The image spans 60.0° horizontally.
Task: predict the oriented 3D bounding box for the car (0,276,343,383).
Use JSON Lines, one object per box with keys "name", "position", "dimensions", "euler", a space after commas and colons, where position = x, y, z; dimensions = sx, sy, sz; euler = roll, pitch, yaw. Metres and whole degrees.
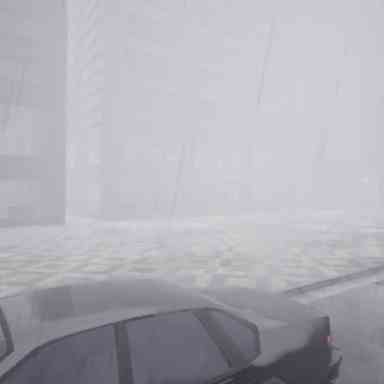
{"name": "car", "position": [-0.961, 1.549, 2.693], "dimensions": [5.357, 1.411, 2.033], "euler": [0, 0, -35]}
